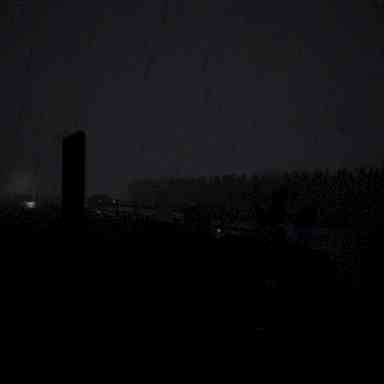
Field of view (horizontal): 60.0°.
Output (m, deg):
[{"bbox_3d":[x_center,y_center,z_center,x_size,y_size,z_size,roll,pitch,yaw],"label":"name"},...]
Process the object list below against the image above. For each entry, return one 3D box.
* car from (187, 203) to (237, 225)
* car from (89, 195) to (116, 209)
[{"bbox_3d":[1.184,1.456,22.760,1.994,1.385,4.181,1,0,-33],"label":"car"},{"bbox_3d":[-10.747,1.137,39.941,2.097,1.767,4.553,1,0,-35],"label":"car"}]
